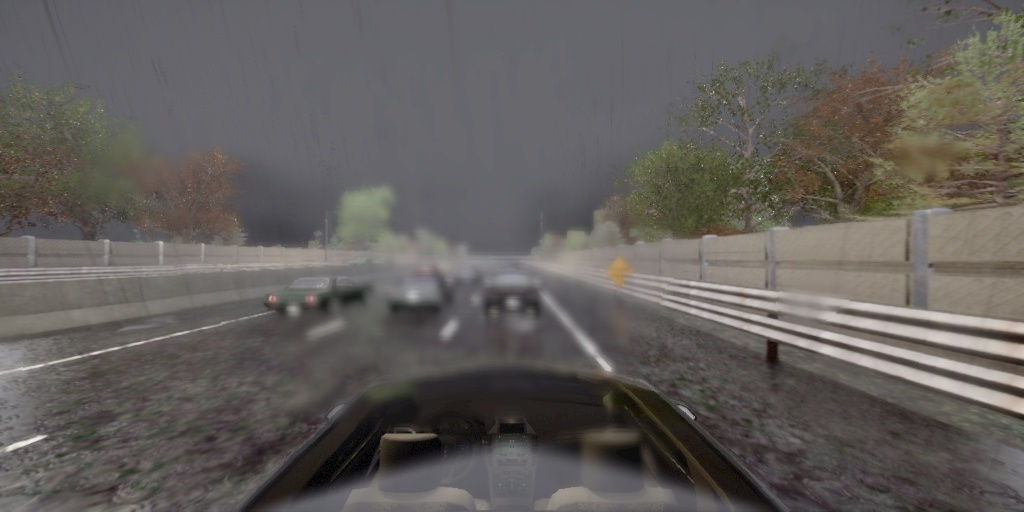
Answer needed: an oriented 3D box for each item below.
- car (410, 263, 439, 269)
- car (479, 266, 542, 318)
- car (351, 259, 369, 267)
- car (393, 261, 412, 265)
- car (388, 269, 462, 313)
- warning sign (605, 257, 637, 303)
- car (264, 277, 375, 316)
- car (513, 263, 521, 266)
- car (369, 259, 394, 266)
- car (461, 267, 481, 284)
[{"bbox_3d":[-6.950,1.509,30.015,1.812,1.442,4.674,0,0,1],"label":"car"},{"bbox_3d":[0.036,1.321,13.511,1.882,1.535,5.008,0,-1,0],"label":"car"},{"bbox_3d":[-24.526,1.478,59.331,2.150,2.045,5.566,0,-1,1],"label":"car"},{"bbox_3d":[-17.538,1.738,59.660,1.882,1.535,5.008,0,0,1],"label":"car"},{"bbox_3d":[-3.454,1.416,14.559,1.994,1.385,4.181,0,0,1],"label":"car"},{"bbox_3d":[4.550,0.970,14.990,1.300,1.860,1.060,0,0,0],"label":"warning sign"},{"bbox_3d":[-6.961,1.446,13.712,1.895,1.301,4.718,0,0,1],"label":"car"},{"bbox_3d":[0.021,1.506,27.171,2.033,1.411,5.357,0,0,0],"label":"car"},{"bbox_3d":[-21.027,1.479,59.413,2.150,2.045,5.566,0,-1,1],"label":"car"},{"bbox_3d":[-3.453,1.543,29.394,1.994,1.385,4.181,0,0,1],"label":"car"}]
